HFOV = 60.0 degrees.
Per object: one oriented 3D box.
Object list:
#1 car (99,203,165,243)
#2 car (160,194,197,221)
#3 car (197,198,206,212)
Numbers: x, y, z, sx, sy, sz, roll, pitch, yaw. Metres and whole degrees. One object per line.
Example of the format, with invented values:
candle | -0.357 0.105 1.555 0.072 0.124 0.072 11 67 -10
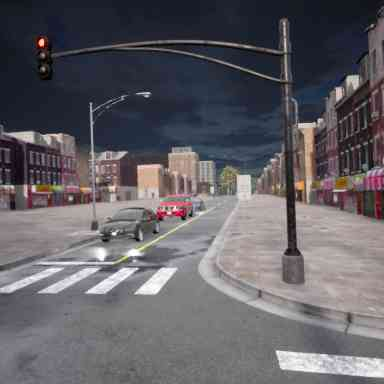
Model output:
car | -3.009 1.573 16.878 1.837 1.490 4.892 -2 0 9
car | -1.284 1.196 27.567 2.150 2.045 5.566 -2 0 9
car | 0.314 1.413 37.235 1.812 1.442 4.674 -2 0 9
